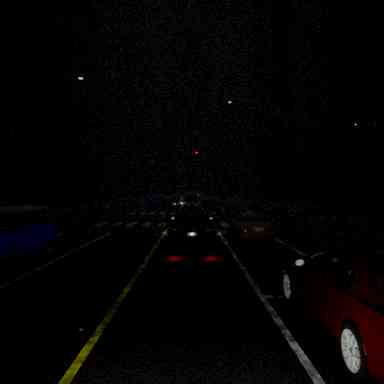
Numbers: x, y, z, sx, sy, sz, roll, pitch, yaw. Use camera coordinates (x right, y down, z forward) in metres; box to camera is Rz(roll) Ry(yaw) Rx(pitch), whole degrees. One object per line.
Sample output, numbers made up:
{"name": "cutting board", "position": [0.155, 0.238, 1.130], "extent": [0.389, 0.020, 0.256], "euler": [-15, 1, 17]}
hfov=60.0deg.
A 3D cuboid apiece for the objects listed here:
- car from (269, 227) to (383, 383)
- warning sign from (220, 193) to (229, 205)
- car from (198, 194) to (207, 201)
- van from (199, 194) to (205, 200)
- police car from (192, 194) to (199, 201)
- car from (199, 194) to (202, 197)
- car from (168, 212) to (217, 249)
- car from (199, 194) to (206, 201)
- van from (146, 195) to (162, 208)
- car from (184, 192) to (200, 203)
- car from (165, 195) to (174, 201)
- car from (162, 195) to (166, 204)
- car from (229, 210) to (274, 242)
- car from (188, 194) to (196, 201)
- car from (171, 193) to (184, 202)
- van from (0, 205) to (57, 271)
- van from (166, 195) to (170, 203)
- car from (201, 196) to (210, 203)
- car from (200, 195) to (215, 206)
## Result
{"name": "car", "position": [2.760, 1.544, 5.329], "extent": [1.887, 1.381, 4.507], "euler": [0, 0, 0]}
{"name": "warning sign", "position": [5.071, 1.139, 52.617], "extent": [1.300, 1.860, 1.060], "euler": [0, 0, 0]}
{"name": "car", "position": [2.769, 1.377, 87.155], "extent": [2.192, 1.841, 5.009], "euler": [0, 0, 0]}
{"name": "van", "position": [2.768, 1.409, 92.681], "extent": [1.690, 1.788, 3.998], "euler": [0, 0, 0]}
{"name": "police car", "position": [0.900, 1.494, 92.732], "extent": [1.930, 1.638, 5.238], "euler": [0, 0, 0]}
{"name": "car", "position": [2.774, 1.581, 65.053], "extent": [1.887, 1.381, 4.507], "euler": [0, 0, 0]}
{"name": "car", "position": [0.000, 1.575, 14.650], "extent": [1.994, 1.385, 4.181], "euler": [0, 0, 0]}
{"name": "car", "position": [2.776, 1.575, 59.528], "extent": [1.887, 1.381, 4.507], "euler": [0, 0, 0]}
{"name": "van", "position": [-5.780, 1.361, 48.496], "extent": [1.690, 1.788, 3.998], "euler": [0, 0, 0]}
{"name": "car", "position": [0.000, 1.298, 67.498], "extent": [2.150, 2.045, 5.566], "euler": [0, 0, 0]}
{"name": "car", "position": [-5.773, 1.613, 87.170], "extent": [2.008, 1.369, 4.403], "euler": [0, 0, 0]}
{"name": "car", "position": [-5.778, 1.570, 54.021], "extent": [1.887, 1.381, 4.507], "euler": [0, 0, 0]}
{"name": "car", "position": [2.767, 1.527, 16.079], "extent": [1.752, 1.417, 4.829], "euler": [0, 0, 0]}
{"name": "car", "position": [0.000, 1.372, 82.884], "extent": [1.837, 1.490, 4.892], "euler": [0, 0, 0]}
{"name": "car", "position": [-3.000, 1.397, 73.972], "extent": [2.097, 1.767, 4.553], "euler": [0, 0, 0]}
{"name": "van", "position": [-5.765, 1.341, 10.511], "extent": [1.690, 1.788, 3.998], "euler": [0, 0, 0]}
{"name": "van", "position": [-5.777, 1.378, 65.070], "extent": [1.690, 1.788, 3.998], "euler": [0, 0, 0]}
{"name": "car", "position": [2.773, 1.569, 70.749], "extent": [1.752, 1.417, 4.829], "euler": [0, 0, 0]}
{"name": "car", "position": [2.777, 1.570, 54.003], "extent": [1.887, 1.381, 4.507], "euler": [0, 0, 0]}
